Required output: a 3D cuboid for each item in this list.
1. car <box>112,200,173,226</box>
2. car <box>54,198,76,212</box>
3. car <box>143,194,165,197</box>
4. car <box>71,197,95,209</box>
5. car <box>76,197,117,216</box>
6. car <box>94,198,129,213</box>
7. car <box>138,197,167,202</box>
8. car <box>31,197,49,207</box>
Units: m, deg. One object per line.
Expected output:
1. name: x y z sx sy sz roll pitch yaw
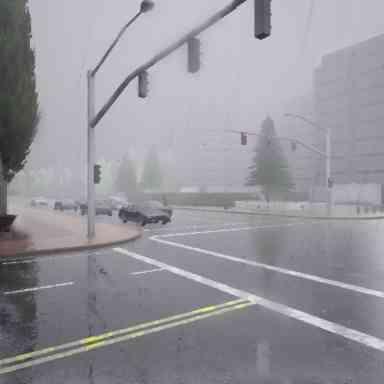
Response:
1. car: -3.532 1.547 23.633 2.033 1.411 5.357 0 0 -34
2. car: -15.179 1.526 39.939 1.812 1.442 4.674 0 0 -35
3. car: -5.465 1.221 44.717 2.150 2.045 5.566 0 0 -35
4. car: -15.062 1.505 45.795 1.837 1.490 4.892 0 0 -35
5. car: -9.099 1.505 31.440 1.837 1.490 4.892 0 0 -36
6. car: -9.197 1.491 37.592 2.128 1.511 4.902 0 0 -36
7. car: -3.615 1.478 29.801 1.882 1.535 5.008 0 0 -36
8. car: -24.030 1.525 52.418 1.812 1.442 4.674 0 0 -35
